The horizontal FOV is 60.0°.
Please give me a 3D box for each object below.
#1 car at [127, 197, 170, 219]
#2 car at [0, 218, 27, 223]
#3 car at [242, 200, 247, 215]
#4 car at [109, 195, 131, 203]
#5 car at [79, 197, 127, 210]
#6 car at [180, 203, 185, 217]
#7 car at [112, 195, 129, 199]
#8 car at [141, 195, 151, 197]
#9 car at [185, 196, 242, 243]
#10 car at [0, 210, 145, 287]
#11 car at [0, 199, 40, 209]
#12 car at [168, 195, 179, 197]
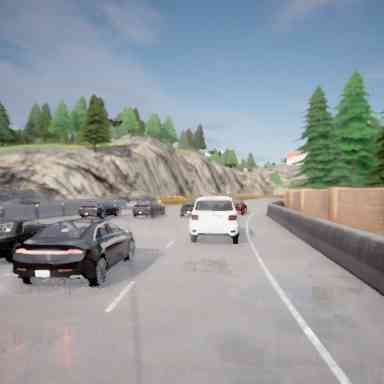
[{"bbox_3d":[-3.712,1.482,29.433,2.128,1.511,4.902,0,0,11],"label":"car"},{"bbox_3d":[-6.288,1.584,11.906,1.895,1.301,4.718,0,0,5],"label":"car"},{"bbox_3d":[4.604,1.491,34.386,1.882,1.535,5.008,0,0,14],"label":"car"},{"bbox_3d":[-15.531,1.482,72.162,2.128,1.511,4.902,0,0,25],"label":"car"},{"bbox_3d":[-7.602,1.472,27.765,2.128,1.511,4.902,0,0,11],"label":"car"},{"bbox_3d":[0.246,1.506,31.149,1.837,1.490,4.892,0,0,12],"label":"car"},{"bbox_3d":[-14.759,1.467,65.123,2.128,1.511,4.902,0,0,22],"label":"car"},{"bbox_3d":[-9.670,1.474,68.130,1.837,1.490,4.892,0,0,24],"label":"car"},{"bbox_3d":[1.204,1.225,16.356,2.150,2.045,5.566,0,0,7],"label":"car"},{"bbox_3d":[-2.955,1.484,9.345,2.128,1.511,4.902,0,0,4],"label":"car"},{"bbox_3d":[-17.387,1.432,33.257,1.882,1.535,5.008,0,0,12],"label":"car"},{"bbox_3d":[-4.196,1.435,71.674,1.882,1.535,5.008,0,0,25],"label":"car"}]
